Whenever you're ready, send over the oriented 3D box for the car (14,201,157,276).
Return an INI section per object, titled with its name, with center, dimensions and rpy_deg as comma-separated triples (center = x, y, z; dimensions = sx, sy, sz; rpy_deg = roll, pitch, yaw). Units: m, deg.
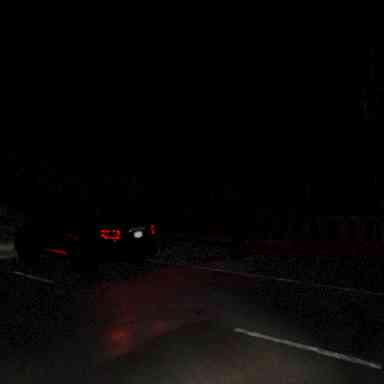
[car]
center = -3.651, 1.316, 10.992
dimensions = 5.566, 2.045, 2.150
rpy_deg = -1, 0, 37
